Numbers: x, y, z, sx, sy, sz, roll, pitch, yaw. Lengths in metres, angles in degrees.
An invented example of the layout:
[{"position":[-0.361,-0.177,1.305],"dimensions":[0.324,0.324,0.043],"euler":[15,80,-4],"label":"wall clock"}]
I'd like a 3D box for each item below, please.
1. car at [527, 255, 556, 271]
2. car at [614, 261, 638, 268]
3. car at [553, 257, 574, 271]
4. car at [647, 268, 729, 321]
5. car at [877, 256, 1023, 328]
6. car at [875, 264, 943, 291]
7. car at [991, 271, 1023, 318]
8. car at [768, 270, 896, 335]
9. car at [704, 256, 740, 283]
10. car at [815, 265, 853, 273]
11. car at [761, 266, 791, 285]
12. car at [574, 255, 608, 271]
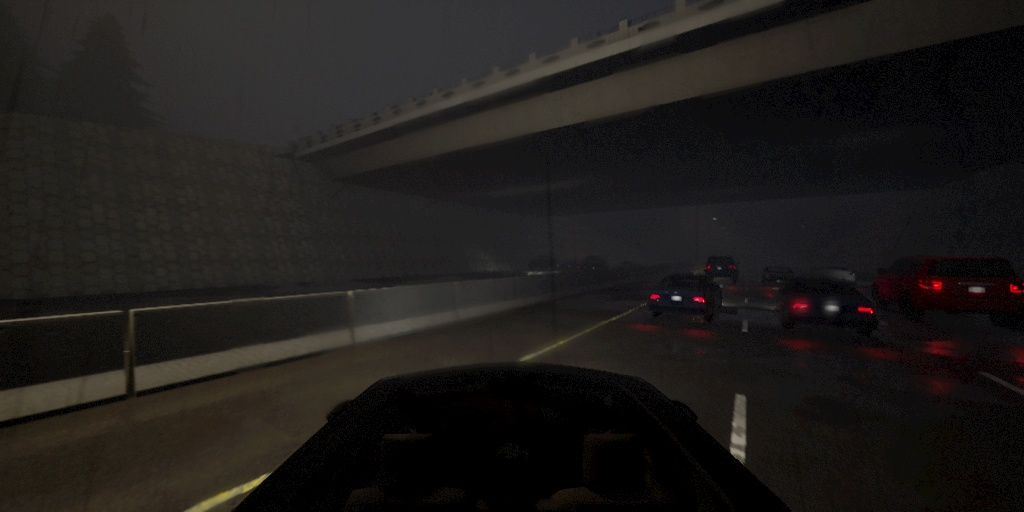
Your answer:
[{"position":[4.219,0.903,48.090],"dimensions":[2.150,2.045,5.566],"euler":[0,0,34],"label":"car"},{"position":[14.130,1.290,44.049],"dimensions":[2.033,1.411,5.357],"euler":[0,0,34],"label":"car"},{"position":[7.702,1.180,47.010],"dimensions":[1.882,1.535,5.008],"euler":[0,0,34],"label":"car"},{"position":[6.286,1.310,12.773],"dimensions":[2.033,1.411,5.357],"euler":[0,0,34],"label":"car"},{"position":[14.224,1.026,12.065],"dimensions":[2.150,2.045,5.566],"euler":[0,0,34],"label":"car"},{"position":[26.176,1.351,23.845],"dimensions":[1.837,1.490,4.892],"euler":[0,0,34],"label":"car"},{"position":[17.696,1.318,10.972],"dimensions":[2.128,1.511,4.902],"euler":[0,0,34],"label":"car"},{"position":[9.211,1.329,10.851],"dimensions":[2.033,1.411,5.357],"euler":[0,0,34],"label":"car"},{"position":[16.709,1.007,28.561],"dimensions":[2.150,2.045,5.566],"euler":[0,0,34],"label":"car"},{"position":[23.644,1.354,26.373],"dimensions":[1.812,1.442,4.674],"euler":[0,0,33],"label":"car"},{"position":[19.258,1.406,26.080],"dimensions":[1.895,1.301,4.718],"euler":[0,0,34],"label":"car"},{"position":[10.111,0.941,44.314],"dimensions":[2.150,2.045,5.566],"euler":[0,0,33],"label":"car"}]
